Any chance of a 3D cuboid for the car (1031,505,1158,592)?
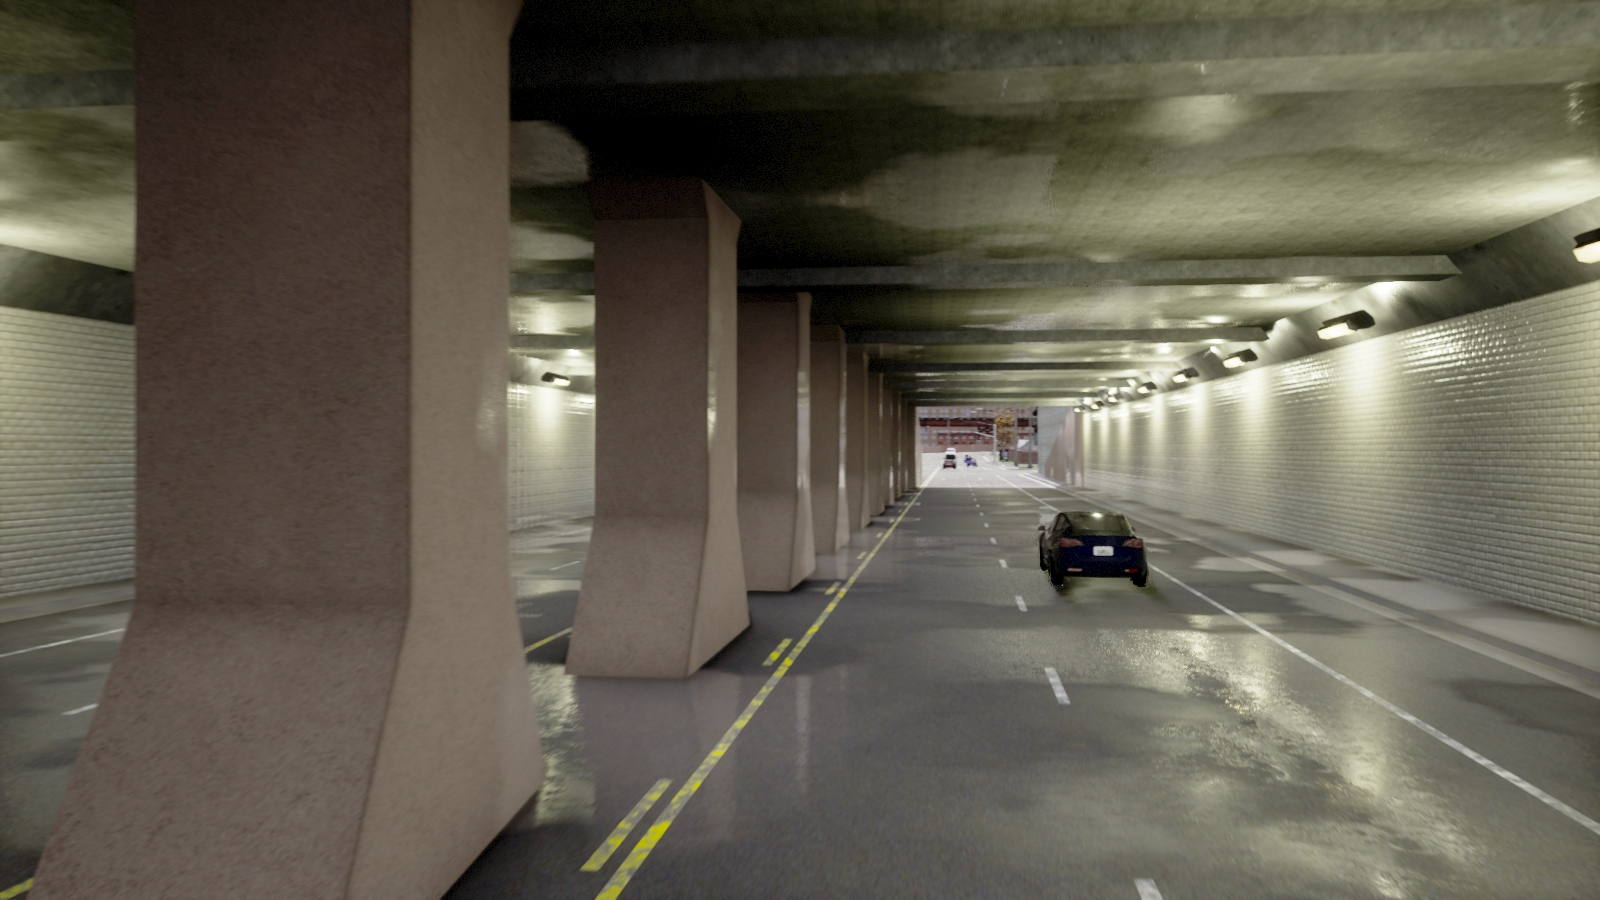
[{"bbox_3d":[6.342,2.066,25.146,2.163,1.488,4.792,0,0,8],"label":"car"}]
